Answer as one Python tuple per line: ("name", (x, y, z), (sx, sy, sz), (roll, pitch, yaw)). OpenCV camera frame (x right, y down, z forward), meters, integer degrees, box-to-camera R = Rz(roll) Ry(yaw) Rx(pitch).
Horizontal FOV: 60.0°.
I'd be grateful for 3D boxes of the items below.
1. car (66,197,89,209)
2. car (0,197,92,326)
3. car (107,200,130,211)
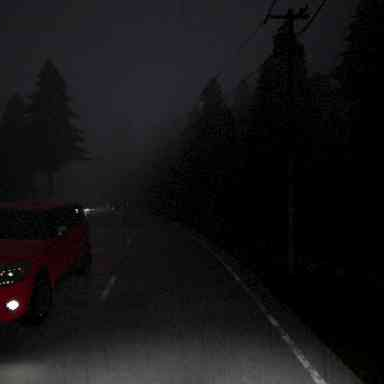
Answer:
("car", (-16.334, 1.488, 47.259), (2.128, 1.511, 4.902), (0, 0, -32))
("car", (-3.740, 1.223, 7.323), (2.150, 2.045, 5.566), (0, 0, -5))
("car", (-9.235, 1.589, 41.361), (1.895, 1.301, 4.718), (0, 0, -25))
